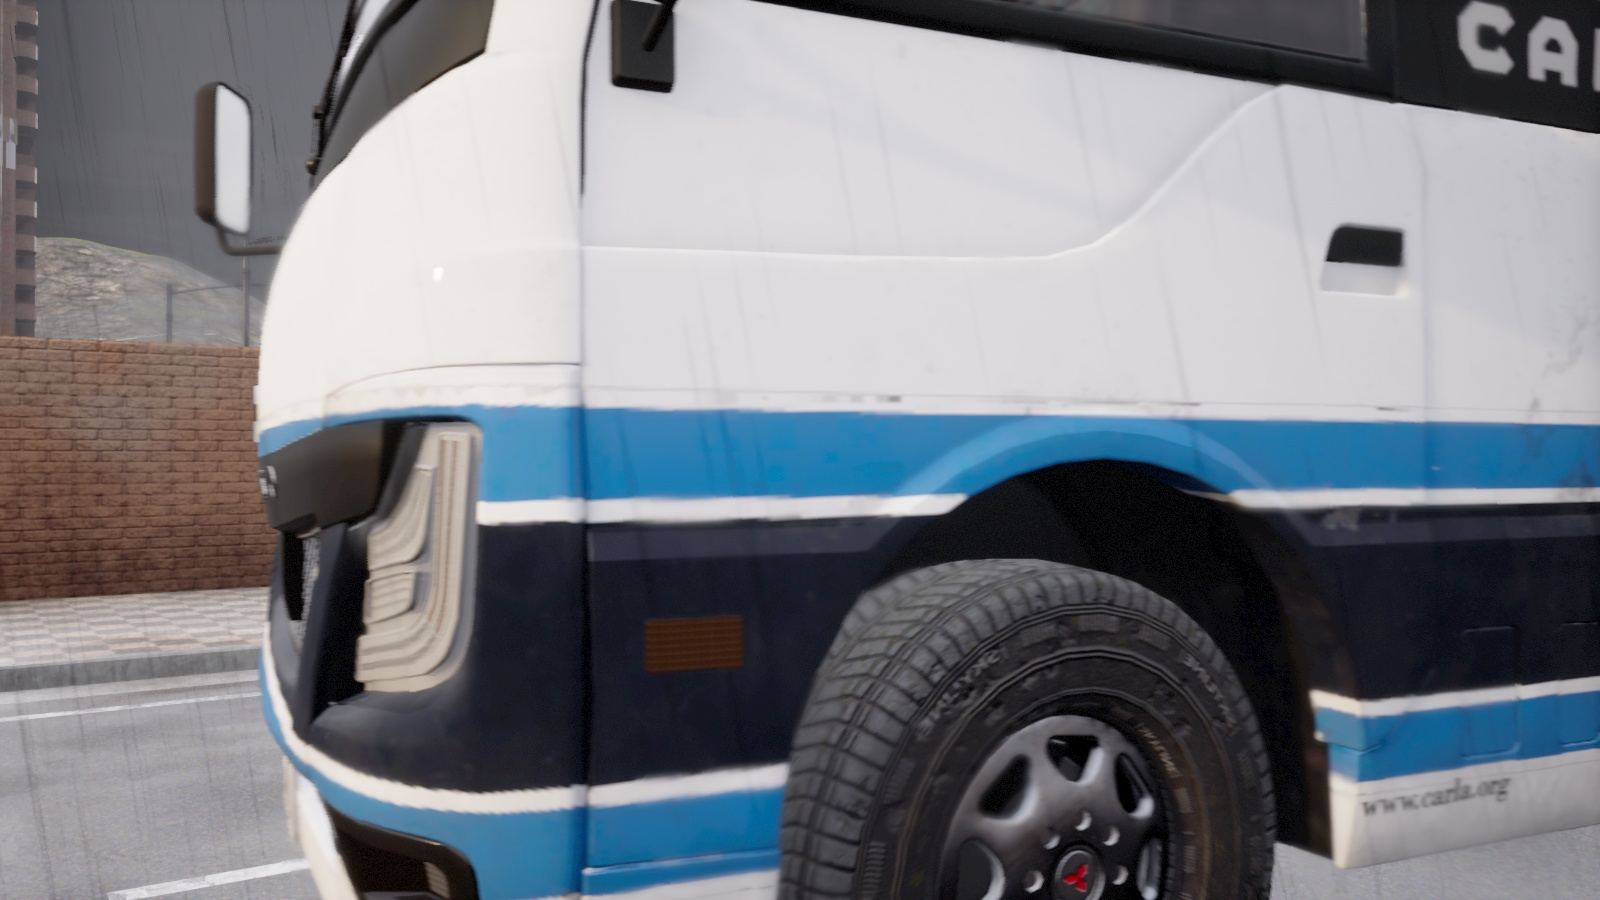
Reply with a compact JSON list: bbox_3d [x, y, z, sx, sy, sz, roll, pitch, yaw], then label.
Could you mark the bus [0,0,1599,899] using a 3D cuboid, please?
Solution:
[{"bbox_3d":[2.602,-0.625,5.110,10.273,4.253,3.944,0,-1,-24],"label":"bus"}]
